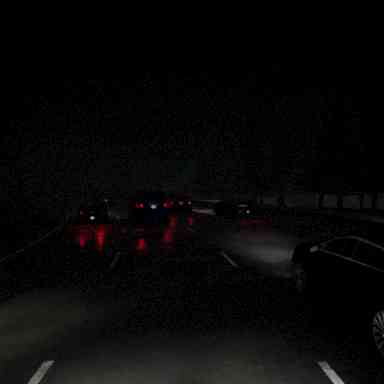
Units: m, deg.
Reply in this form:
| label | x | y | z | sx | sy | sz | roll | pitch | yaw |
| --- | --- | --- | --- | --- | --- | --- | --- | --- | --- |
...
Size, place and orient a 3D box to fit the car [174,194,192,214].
| label | x | y | z | sx | sy | sz | roll | pitch | yaw |
| --- | --- | --- | --- | --- | --- | --- | --- | --- | --- |
| car | -1.608 | 0.944 | 29.229 | 2.097 | 1.767 | 4.553 | -1 | 1 | -19 |

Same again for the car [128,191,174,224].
| label | x | y | z | sx | sy | sz | roll | pitch | yaw |
| --- | --- | --- | --- | --- | --- | --- | --- | --- | --- |
| car | -2.966 | 0.916 | 22.093 | 2.150 | 2.045 | 5.566 | 0 | 1 | -15 |

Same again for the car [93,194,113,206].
| label | x | y | z | sx | sy | sz | roll | pitch | yaw |
| --- | --- | --- | --- | --- | --- | --- | --- | --- | --- |
| car | -11.430 | 0.986 | 42.002 | 1.994 | 1.385 | 4.181 | 0 | 1 | -30 |

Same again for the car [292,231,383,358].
| label | x | y | z | sx | sy | sz | roll | pitch | yaw |
| --- | --- | --- | --- | --- | --- | --- | --- | --- | --- |
| car | 3.282 | 1.410 | 5.665 | 2.128 | 1.511 | 4.902 | 0 | 1 | -4 |

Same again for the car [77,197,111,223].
| label | x | y | z | sx | sy | sz | roll | pitch | yaw |
| --- | --- | --- | --- | --- | --- | --- | --- | --- | --- |
| car | -6.839 | 1.286 | 22.859 | 1.895 | 1.301 | 4.718 | 0 | 1 | -16 |

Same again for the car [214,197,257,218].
| label | x | y | z | sx | sy | sz | roll | pitch | yaw |
| --- | --- | --- | --- | --- | --- | --- | --- | --- | --- |
| car | 3.226 | 1.133 | 25.599 | 2.128 | 1.511 | 4.902 | 0 | 1 | -16 |
